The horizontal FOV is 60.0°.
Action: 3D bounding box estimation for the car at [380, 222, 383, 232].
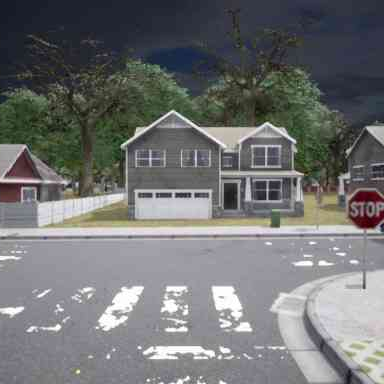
[{"bbox_3d":[10.986,1.075,13.902,5.566,2.045,2.150,-1,1,0],"label":"car"}]
